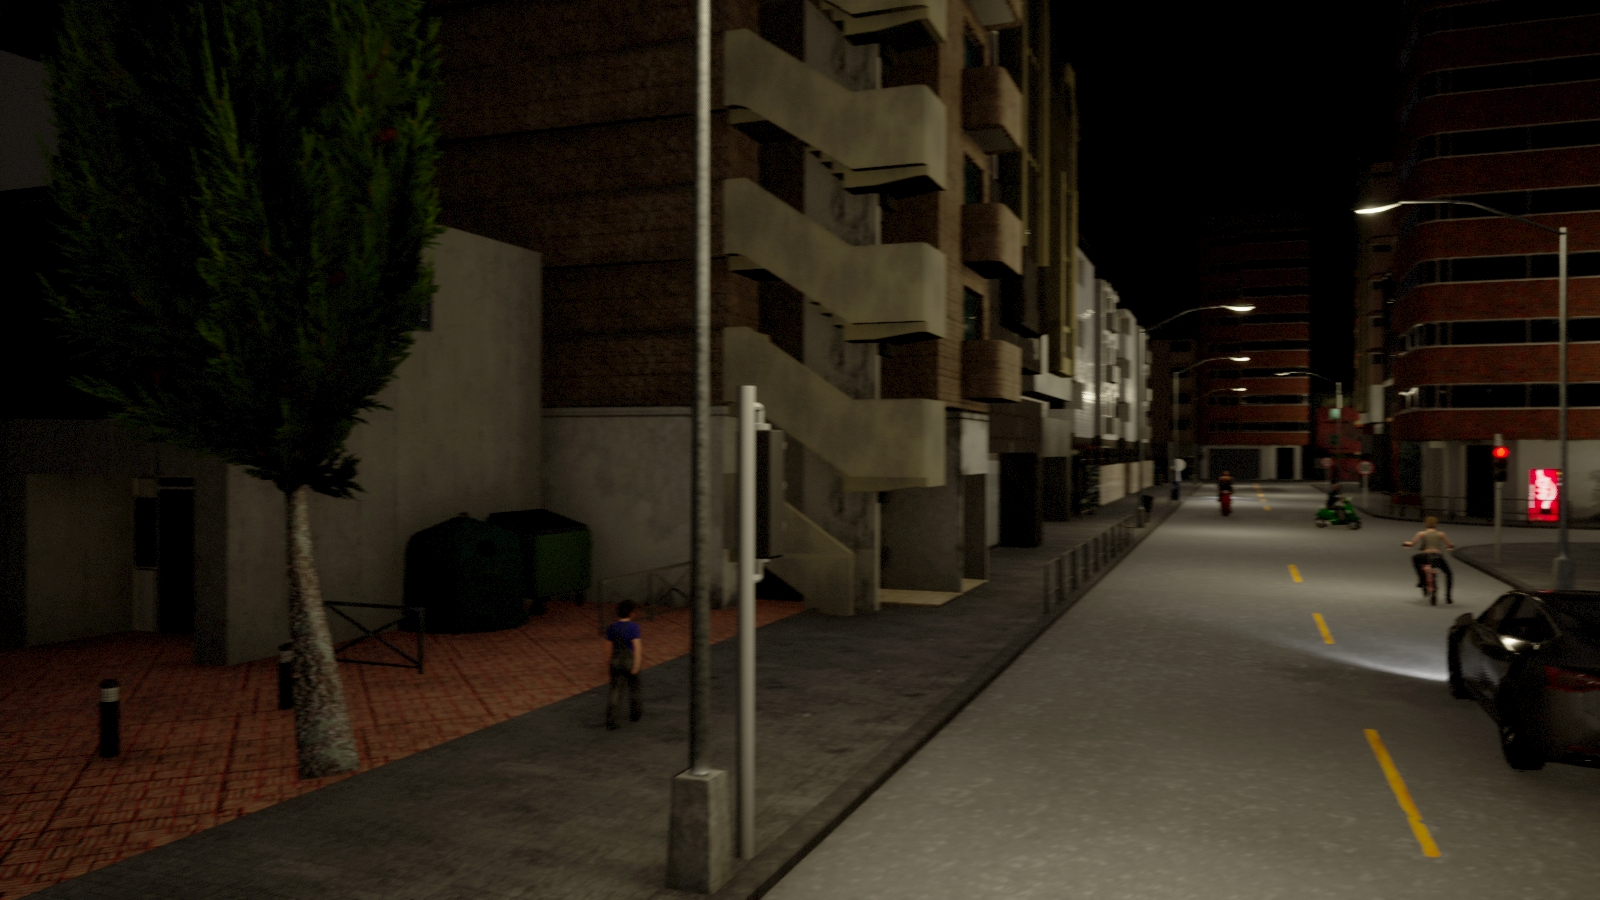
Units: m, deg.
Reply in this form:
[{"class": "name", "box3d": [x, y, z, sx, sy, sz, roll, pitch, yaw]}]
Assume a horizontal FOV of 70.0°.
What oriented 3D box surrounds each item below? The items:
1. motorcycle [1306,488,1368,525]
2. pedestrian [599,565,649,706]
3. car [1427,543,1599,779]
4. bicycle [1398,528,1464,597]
[{"class": "motorcycle", "box3d": [19.062, 1.995, 40.613, 0.856, 1.236, 1.805, 3, -1, -29]}, {"class": "pedestrian", "box3d": [-1.712, 1.793, 11.132, 0.375, 1.300, 0.375, 0, 0, 12]}, {"class": "car", "box3d": [7.655, 1.858, 11.089, 2.163, 1.488, 4.792, 0, 0, 22]}, {"class": "bicycle", "box3d": [11.660, 2.056, 21.164, 0.859, 1.080, 1.487, 0, 2, 21]}]
